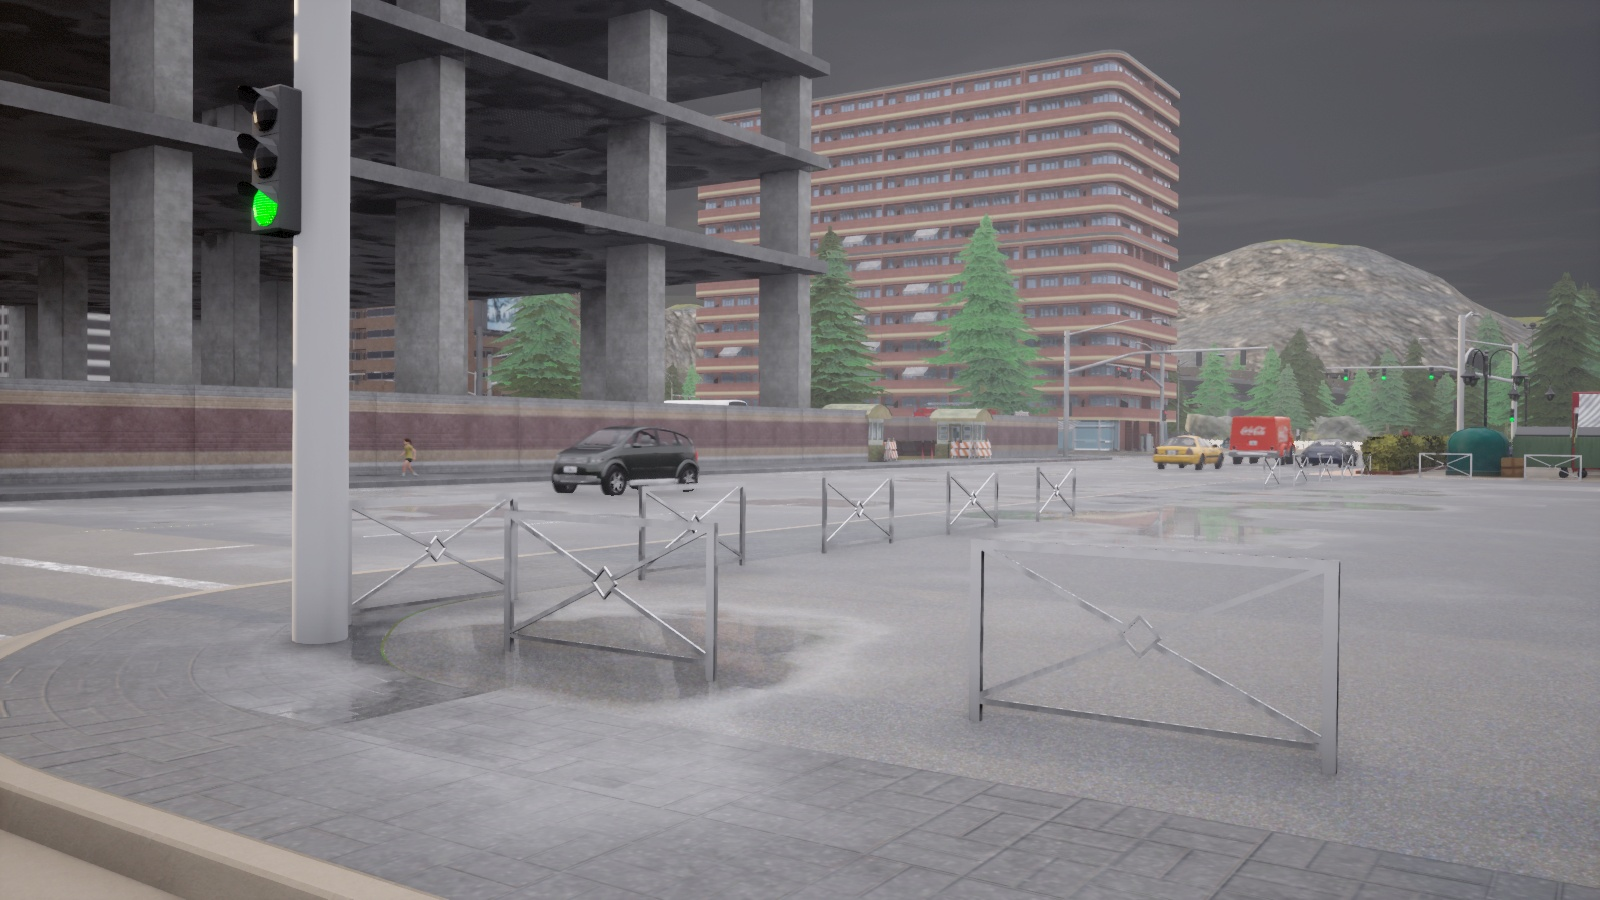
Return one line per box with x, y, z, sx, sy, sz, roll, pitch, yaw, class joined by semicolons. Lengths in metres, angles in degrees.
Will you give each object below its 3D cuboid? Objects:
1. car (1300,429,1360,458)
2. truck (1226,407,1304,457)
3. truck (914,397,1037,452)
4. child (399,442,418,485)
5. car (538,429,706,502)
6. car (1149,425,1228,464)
25.882;-0.331;61.267;1.994;1.385;4.181;0;1;33;car
24.053;-0.914;64.850;2.627;2.467;5.204;0;1;33;truck
12.721;-1.797;91.465;8.468;3.827;2.891;0;1;34;truck
-10.233;0.354;32.845;0.394;1.110;0.255;-1;1;-41;child
-3.999;0.299;28.684;1.789;1.549;3.705;0;1;33;car
16.621;-0.267;53.584;1.801;1.575;5.366;0;1;33;car
